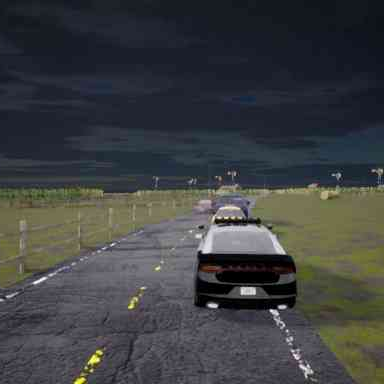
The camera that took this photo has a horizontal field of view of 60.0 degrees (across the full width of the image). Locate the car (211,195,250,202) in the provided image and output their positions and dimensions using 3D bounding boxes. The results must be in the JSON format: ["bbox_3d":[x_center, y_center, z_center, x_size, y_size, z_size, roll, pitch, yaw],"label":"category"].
[{"bbox_3d":[2.913,1.206,23.621,2.150,2.045,5.566,0,0,10],"label":"car"}]

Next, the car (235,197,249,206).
[{"bbox_3d":[8.113,1.506,53.613,1.994,1.385,4.181,0,0,12],"label":"car"}]

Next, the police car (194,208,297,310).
[{"bbox_3d":[1.086,1.423,8.056,1.930,1.638,5.238,0,0,4],"label":"police car"}]

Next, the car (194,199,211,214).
[{"bbox_3d":[1.463,1.496,34.671,1.812,1.442,4.674,0,0,12],"label":"car"}]

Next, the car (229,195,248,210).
[{"bbox_3d":[6.186,1.308,43.871,2.097,1.767,4.553,0,0,12],"label":"car"}]

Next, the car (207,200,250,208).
[{"bbox_3d":[2.047,1.443,17.937,1.801,1.575,5.366,0,0,7],"label":"car"}]
